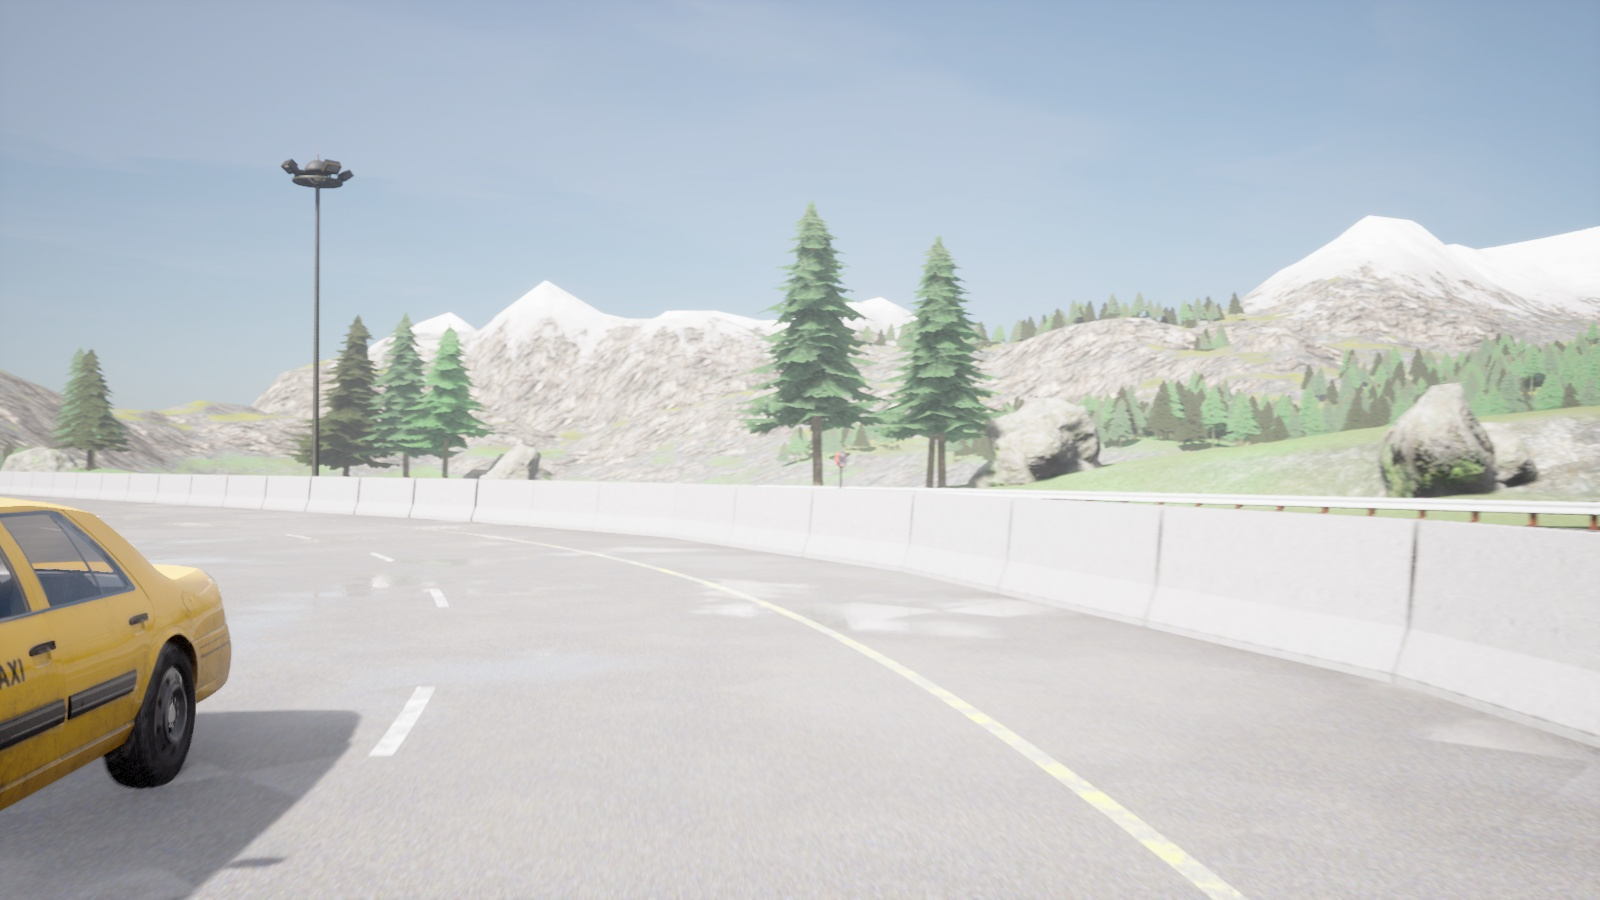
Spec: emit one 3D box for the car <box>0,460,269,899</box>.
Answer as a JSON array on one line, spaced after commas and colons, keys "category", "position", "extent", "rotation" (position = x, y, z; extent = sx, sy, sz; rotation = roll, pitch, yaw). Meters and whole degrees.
[{"category": "car", "position": [-3.772, 0.837, 4.876], "extent": [1.801, 1.575, 5.366], "rotation": [0, -1, -8]}]
